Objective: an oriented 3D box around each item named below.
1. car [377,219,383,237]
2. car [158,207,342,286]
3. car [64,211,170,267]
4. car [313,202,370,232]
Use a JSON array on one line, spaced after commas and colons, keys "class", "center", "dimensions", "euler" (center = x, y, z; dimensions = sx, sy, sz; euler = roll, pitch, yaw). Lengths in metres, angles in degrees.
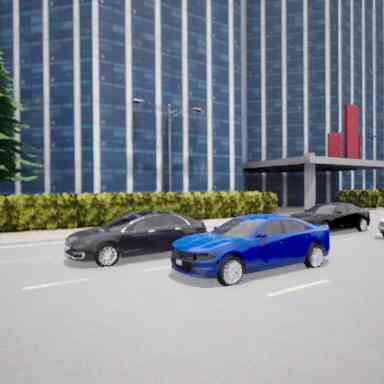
[{"class": "car", "center": [10.426, 1.393, 14.986], "dimensions": [4.718, 1.301, 1.895], "euler": [-1, 1, -33]}, {"class": "car", "center": [1.776, 1.389, 9.327], "dimensions": [5.008, 1.535, 1.882], "euler": [-1, 0, -33]}, {"class": "car", "center": [-1.706, 1.432, 11.229], "dimensions": [4.892, 1.490, 1.837], "euler": [0, 0, -33]}, {"class": "car", "center": [7.038, 1.283, 16.953], "dimensions": [5.008, 1.535, 1.882], "euler": [-1, 1, -33]}]
